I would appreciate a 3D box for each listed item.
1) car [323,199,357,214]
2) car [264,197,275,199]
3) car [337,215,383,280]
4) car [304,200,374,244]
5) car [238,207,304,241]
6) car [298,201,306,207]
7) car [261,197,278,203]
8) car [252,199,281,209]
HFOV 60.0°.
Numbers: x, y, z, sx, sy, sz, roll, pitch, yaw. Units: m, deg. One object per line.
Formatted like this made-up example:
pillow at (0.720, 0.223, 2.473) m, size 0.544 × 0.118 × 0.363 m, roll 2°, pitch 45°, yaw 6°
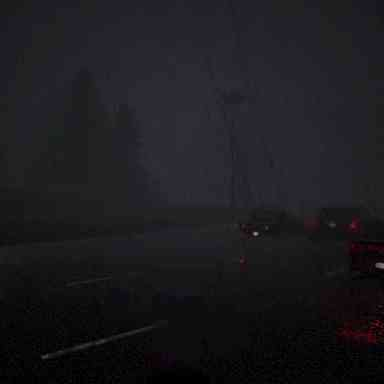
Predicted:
car at (16.729, 1.635, 37.807) m, size 2.128 × 1.511 × 4.902 m, roll 0°, pitch 0°, yaw 6°
car at (9.634, 1.740, 45.528) m, size 1.994 × 1.385 × 4.181 m, roll 0°, pitch 0°, yaw -6°
car at (6.139, 1.512, 9.092) m, size 5.008 × 1.535 × 1.882 m, roll 0°, pitch 0°, yaw -41°
car at (7.233, 1.410, 15.397) m, size 2.097 × 1.767 × 4.553 m, roll 0°, pitch -1°, yaw 41°
car at (4.472, 1.668, 17.332) m, size 1.895 × 1.301 × 4.718 m, roll 0°, pitch 0°, yaw 42°
car at (13.178, 1.707, 37.437) m, size 1.994 × 1.385 × 4.181 m, roll 0°, pitch 0°, yaw 7°
car at (17.688, 1.821, 76.529) m, size 1.812 × 1.442 × 4.674 m, roll 0°, pitch 0°, yaw -15°
car at (5.995, 1.577, 25.711) m, size 1.882 × 1.535 × 5.008 m, roll 0°, pitch 0°, yaw 29°
